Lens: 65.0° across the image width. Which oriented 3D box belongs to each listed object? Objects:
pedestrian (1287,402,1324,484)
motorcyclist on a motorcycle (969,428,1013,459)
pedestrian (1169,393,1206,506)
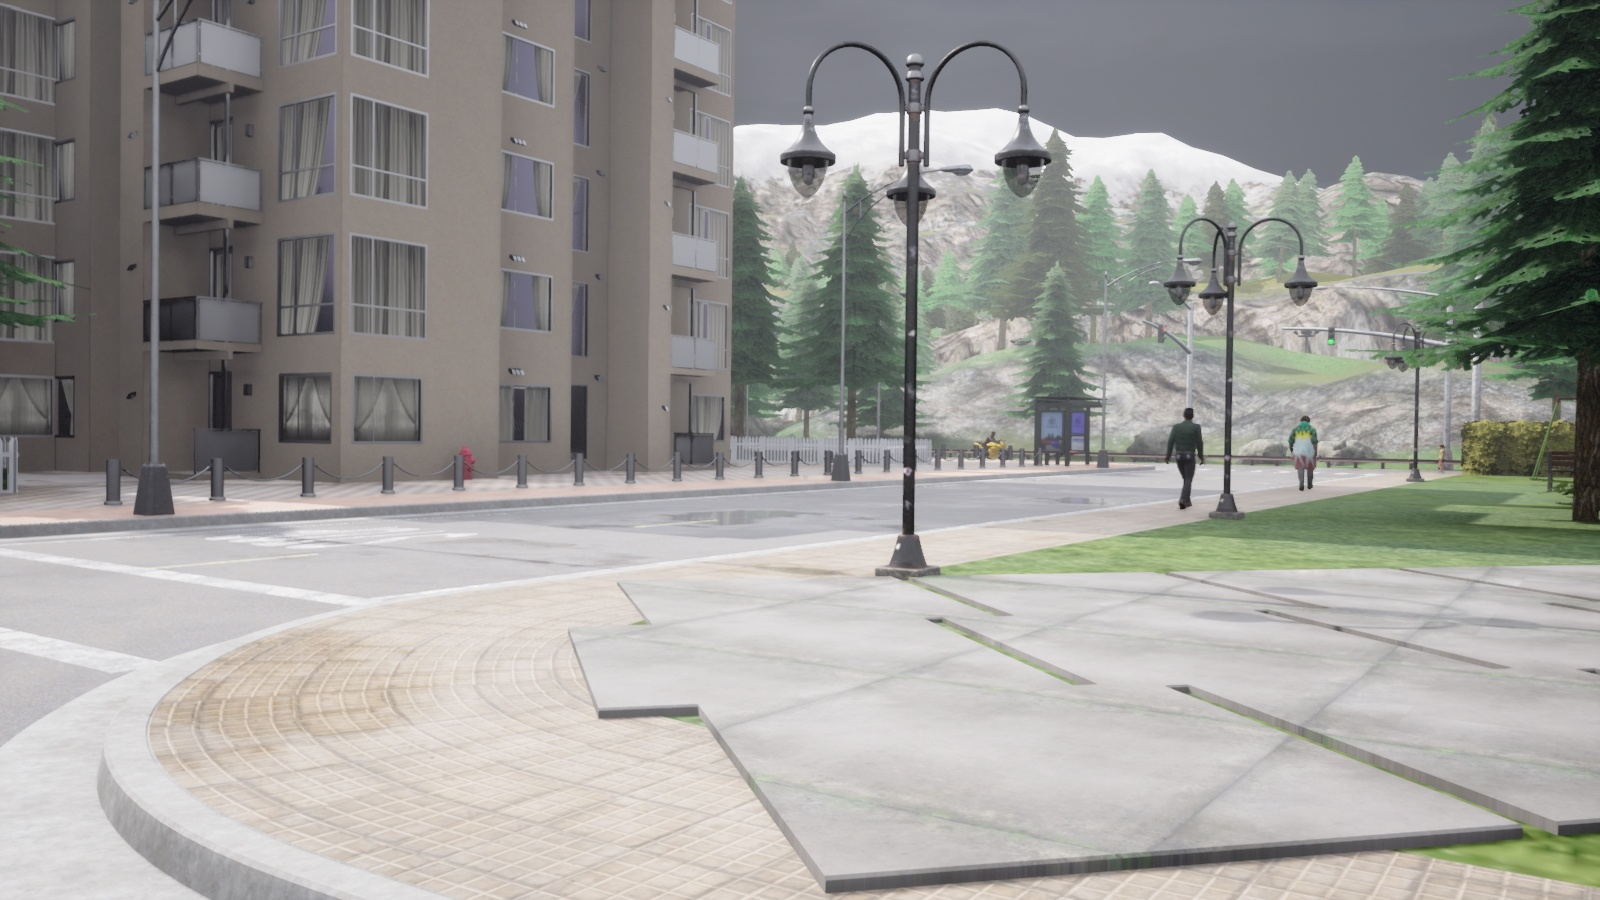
[{"bbox_3d":[12.216,-0.176,30.324,0.659,1.952,0.873,0,1,34],"label":"pedestrian"},{"bbox_3d":[9.527,-0.347,62.635,2.044,1.523,0.797,0,1,35],"label":"motorcyclist on a motorcycle"},{"bbox_3d":[6.852,-0.017,22.202,0.423,1.949,0.788,0,1,33],"label":"pedestrian"}]
